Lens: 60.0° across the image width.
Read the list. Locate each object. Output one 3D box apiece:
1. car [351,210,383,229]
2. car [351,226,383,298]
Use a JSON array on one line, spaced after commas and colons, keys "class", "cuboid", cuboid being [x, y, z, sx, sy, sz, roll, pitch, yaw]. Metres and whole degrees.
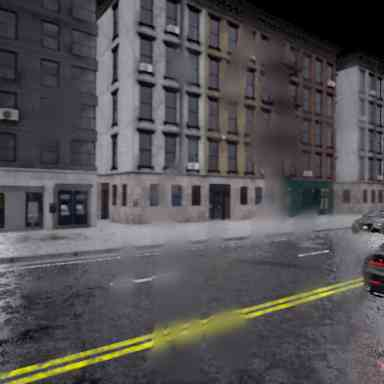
[{"class": "car", "cuboid": [11.286, 1.804, 19.732, 4.181, 1.385, 1.994, 1, 0, -36]}, {"class": "car", "cuboid": [5.782, 1.612, 7.566, 4.892, 1.490, 1.837, 1, 0, -36]}]
